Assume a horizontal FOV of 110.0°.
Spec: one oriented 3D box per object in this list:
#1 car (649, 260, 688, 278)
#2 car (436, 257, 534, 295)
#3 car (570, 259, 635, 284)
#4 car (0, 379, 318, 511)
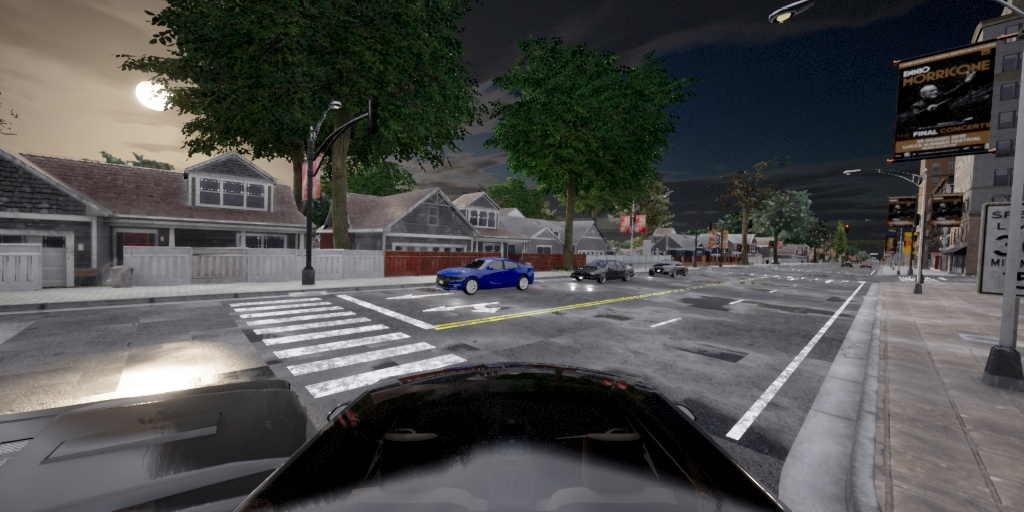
[{"bbox_3d":[13.264,1.018,30.307,4.181,1.385,1.994,0,2,-44],"label":"car"},{"bbox_3d":[-1.107,0.812,16.473,5.008,1.535,1.882,0,2,-44],"label":"car"},{"bbox_3d":[6.063,0.940,23.389,5.357,1.411,2.033,0,2,-44],"label":"car"},{"bbox_3d":[-3.311,1.288,1.289,4.718,1.301,1.895,1,2,-34],"label":"car"}]
